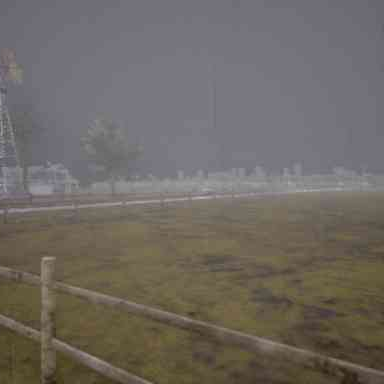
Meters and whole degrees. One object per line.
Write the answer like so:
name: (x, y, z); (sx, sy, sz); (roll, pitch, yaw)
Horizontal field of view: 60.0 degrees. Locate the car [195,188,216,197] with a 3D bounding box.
car: (2.458, 0.090, 58.115); (1.812, 1.442, 4.674); (-1, 1, 35)
